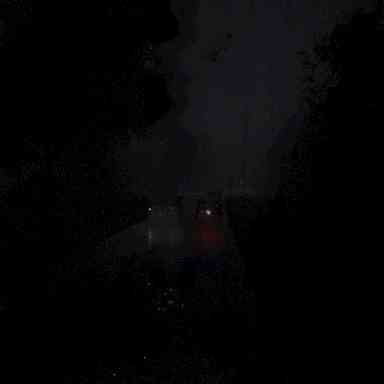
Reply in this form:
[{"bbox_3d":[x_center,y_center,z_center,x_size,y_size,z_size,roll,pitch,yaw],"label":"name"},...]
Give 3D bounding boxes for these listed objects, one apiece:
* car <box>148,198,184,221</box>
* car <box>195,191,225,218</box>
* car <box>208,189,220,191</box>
[{"bbox_3d":[-1.722,1.114,22.923,1.895,1.301,4.718,2,2,5],"label":"car"},{"bbox_3d":[1.283,1.000,24.119,1.837,1.490,4.892,0,2,4],"label":"car"},{"bbox_3d":[2.638,0.362,40.321,2.128,1.511,4.902,0,2,5],"label":"car"}]
